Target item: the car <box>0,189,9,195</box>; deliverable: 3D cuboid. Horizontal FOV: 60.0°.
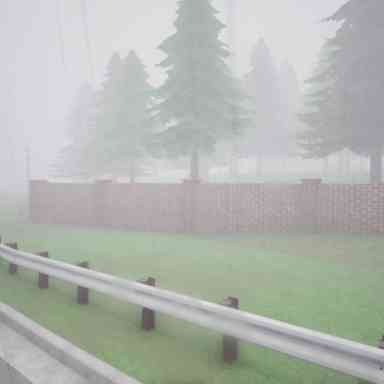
[{"bbox_3d":[-44.185,0.388,76.744,1.994,1.385,4.181,0,1,-22],"label":"car"}]
